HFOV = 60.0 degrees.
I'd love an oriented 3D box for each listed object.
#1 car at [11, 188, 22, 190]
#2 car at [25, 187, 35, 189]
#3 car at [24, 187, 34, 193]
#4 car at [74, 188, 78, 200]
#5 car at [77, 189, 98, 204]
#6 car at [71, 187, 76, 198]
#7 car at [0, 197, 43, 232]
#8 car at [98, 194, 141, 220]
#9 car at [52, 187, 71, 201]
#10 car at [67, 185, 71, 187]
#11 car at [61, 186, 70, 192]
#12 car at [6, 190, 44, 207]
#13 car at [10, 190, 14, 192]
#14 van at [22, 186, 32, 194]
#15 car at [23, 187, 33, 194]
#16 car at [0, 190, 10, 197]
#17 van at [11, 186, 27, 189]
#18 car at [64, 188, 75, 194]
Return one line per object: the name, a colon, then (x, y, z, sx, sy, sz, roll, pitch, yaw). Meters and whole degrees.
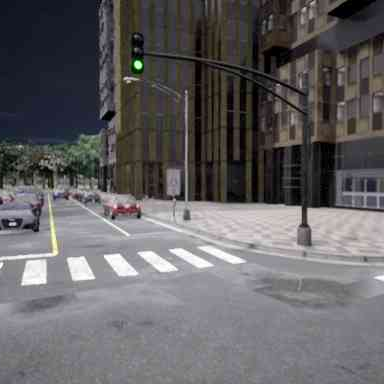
car: (-21.209, 0.561, 38.561, 1.752, 1.417, 4.829, -1, 2, -24)
car: (-20.128, 0.470, 42.991, 2.033, 1.411, 5.357, -1, 2, -24)
car: (-40.858, -0.513, 83.554, 1.947, 1.339, 4.313, -1, 2, -24)
car: (-13.464, 0.484, 42.127, 1.887, 1.381, 4.507, -1, 2, -24)
car: (-11.288, 0.615, 37.145, 2.008, 1.369, 4.403, -1, 2, -24)
car: (-15.639, 0.359, 47.109, 1.887, 1.381, 4.507, -1, 2, -24)
car: (-8.528, 1.160, 16.193, 1.994, 1.385, 4.181, -1, 2, -24)
car: (-4.761, 0.880, 22.198, 1.967, 1.590, 4.097, -1, 2, -24)
car: (-17.922, 0.385, 45.434, 1.812, 1.442, 4.674, -1, 2, -24)
car: (-22.234, -0.036, 62.209, 1.752, 1.417, 4.829, -1, 2, -24)
car: (-33.045, -0.731, 86.961, 1.967, 1.590, 4.097, -1, 2, -24)
car: (-12.129, 0.865, 24.464, 1.882, 1.535, 5.008, -1, 2, -23)
car: (-19.101, 0.739, 33.737, 1.802, 1.307, 4.206, -1, 2, -24)
van: (-36.507, -0.493, 73.585, 1.690, 1.788, 3.998, -1, 2, -24)
car: (-38.615, -0.427, 78.416, 1.752, 1.417, 4.829, -1, 2, -24)
car: (-14.750, 0.722, 23.766, 2.192, 1.841, 5.009, -1, 2, -24)
van: (-25.629, 0.124, 48.676, 1.690, 1.788, 3.998, -1, 2, -24)
car: (-26.518, -0.254, 72.018, 2.008, 1.369, 4.403, -1, 2, -24)
